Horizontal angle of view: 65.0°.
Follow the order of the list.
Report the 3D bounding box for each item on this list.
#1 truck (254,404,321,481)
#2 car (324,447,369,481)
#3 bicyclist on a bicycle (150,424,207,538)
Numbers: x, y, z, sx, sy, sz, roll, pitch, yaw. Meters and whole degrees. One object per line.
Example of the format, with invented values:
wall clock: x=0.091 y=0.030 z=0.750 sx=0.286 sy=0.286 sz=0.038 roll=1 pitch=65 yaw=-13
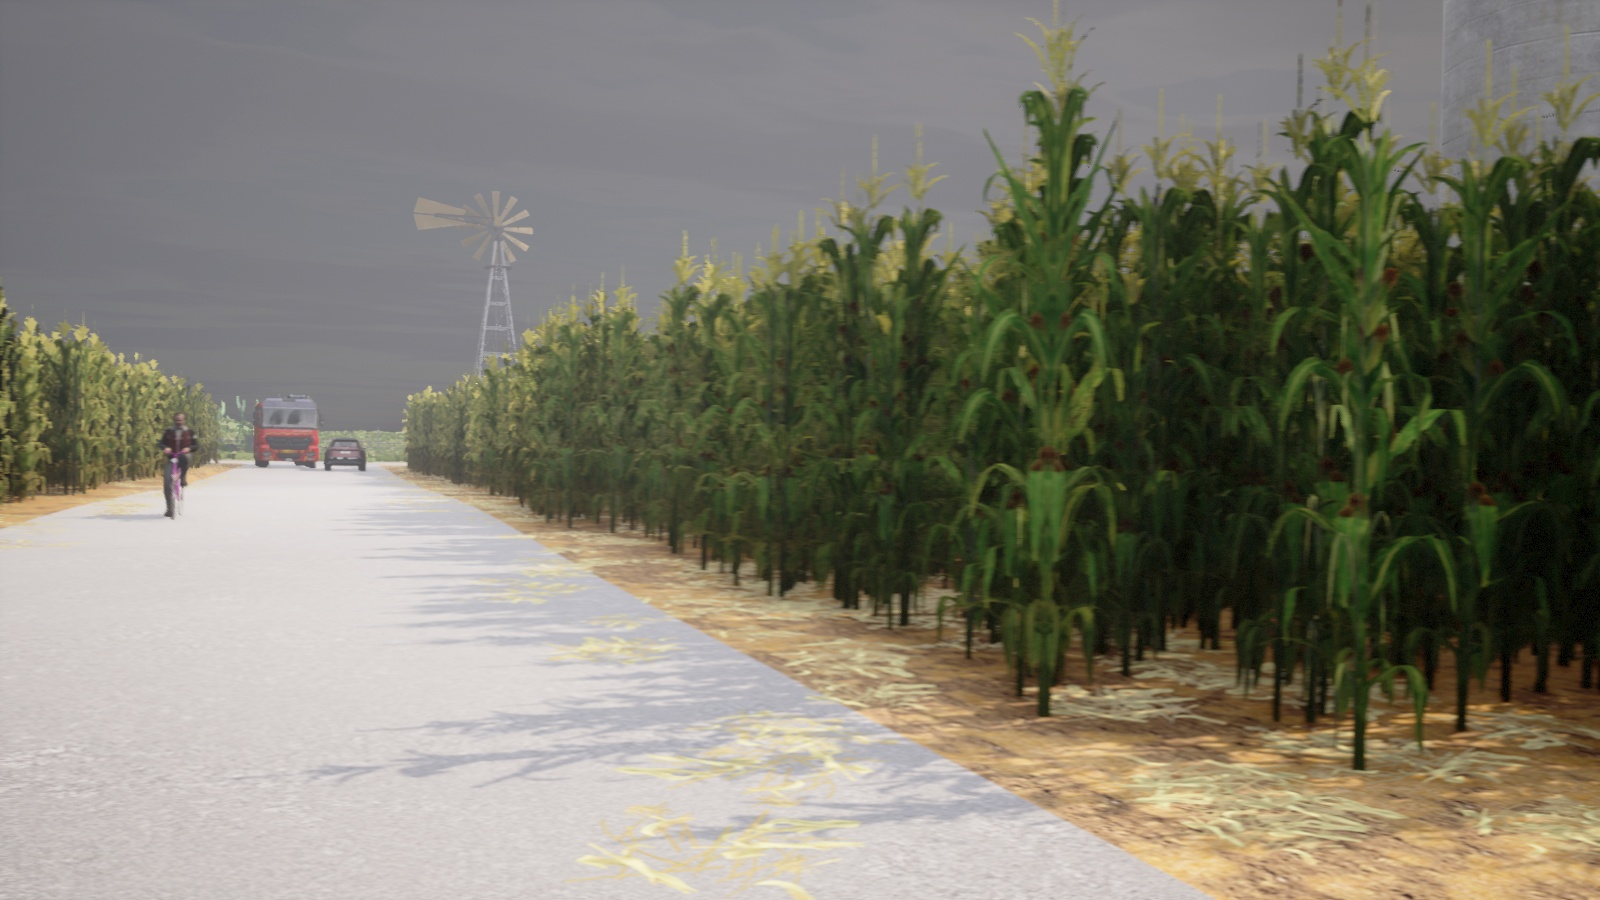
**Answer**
truck: x=-27.405 y=-0.413 z=66.935 sx=2.891 sy=3.827 sz=8.468 roll=0 pitch=0 yaw=-25
car: x=-22.825 y=0.687 z=63.126 sx=2.033 sy=1.649 sz=4.856 roll=0 pitch=-1 yaw=-21
bicyclist on a bicycle: x=-10.215 y=0.480 z=20.687 sx=0.659 sy=1.776 sz=1.843 roll=0 pitch=0 yaw=-21
